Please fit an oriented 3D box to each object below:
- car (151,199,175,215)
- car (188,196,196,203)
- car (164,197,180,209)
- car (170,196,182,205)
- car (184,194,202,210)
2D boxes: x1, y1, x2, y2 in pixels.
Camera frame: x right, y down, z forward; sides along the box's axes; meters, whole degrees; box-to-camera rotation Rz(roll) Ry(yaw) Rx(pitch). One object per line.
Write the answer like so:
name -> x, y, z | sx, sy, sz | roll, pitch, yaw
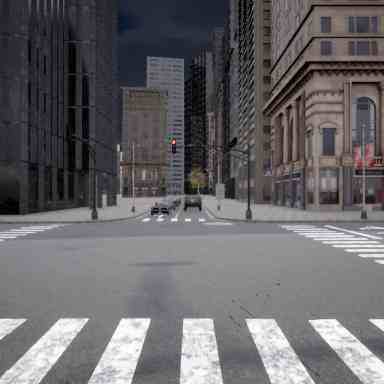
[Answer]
car -> -3.052, 1.644, 33.782 | 1.895, 1.301, 4.718 | 0, 0, 0
car -> 0.013, 1.658, 73.083 | 1.837, 1.490, 4.892 | 0, 0, 0
car -> -3.058, 1.556, 43.179 | 2.128, 1.511, 4.902 | 0, 0, 0
car -> -2.995, 1.598, 62.738 | 1.882, 1.535, 5.008 | 0, 0, 0
car -> 0.111, 1.287, 43.729 | 2.150, 2.045, 5.566 | 0, 0, 0
